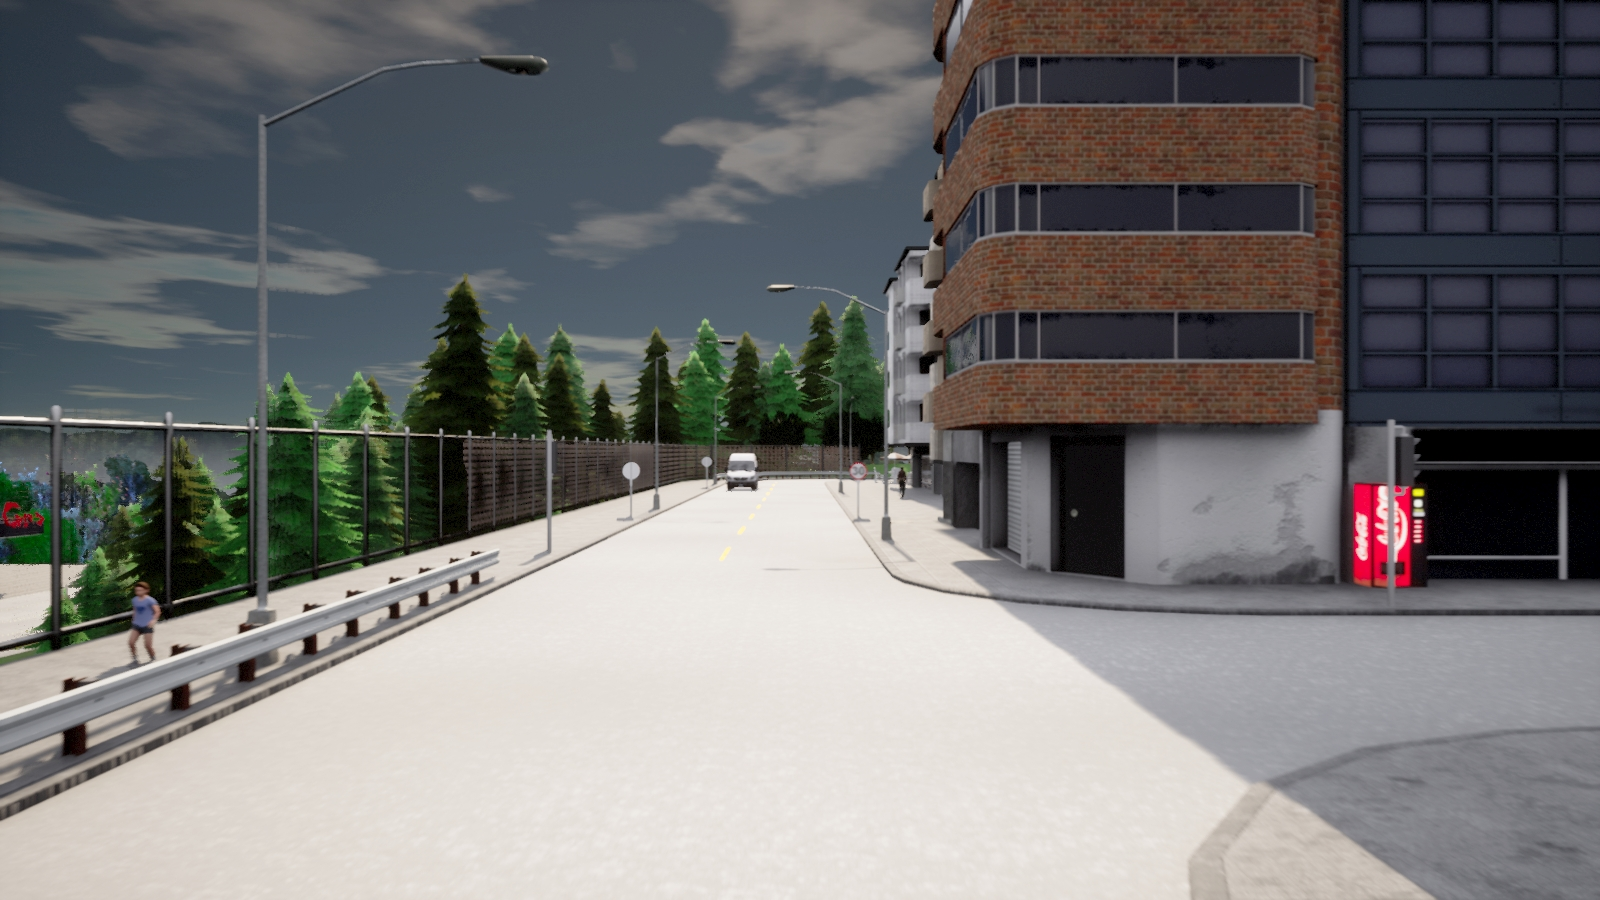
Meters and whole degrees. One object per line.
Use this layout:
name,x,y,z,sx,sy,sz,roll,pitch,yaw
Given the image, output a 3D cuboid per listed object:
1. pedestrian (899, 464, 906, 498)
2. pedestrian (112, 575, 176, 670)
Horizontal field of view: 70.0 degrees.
pedestrian,5.658,1.735,63.262,0.375,1.860,0.375,0,0,3
pedestrian,-8.098,2.123,14.110,0.500,1.100,0.500,0,0,0
